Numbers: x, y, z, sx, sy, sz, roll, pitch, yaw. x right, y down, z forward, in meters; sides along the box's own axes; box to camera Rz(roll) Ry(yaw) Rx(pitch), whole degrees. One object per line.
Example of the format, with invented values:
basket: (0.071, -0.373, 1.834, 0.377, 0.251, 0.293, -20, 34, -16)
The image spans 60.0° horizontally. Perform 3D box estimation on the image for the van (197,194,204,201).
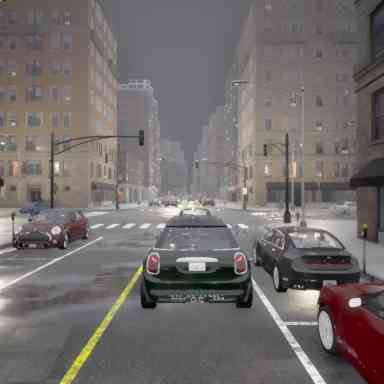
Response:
van: (2.384, 1.502, 91.138, 1.690, 1.788, 3.998, 0, 0, 0)

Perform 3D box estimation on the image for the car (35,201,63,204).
car: (-12.642, 1.494, 30.222, 5.357, 1.411, 2.033, 0, 0, 0)

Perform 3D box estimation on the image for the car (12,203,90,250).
car: (-5.818, 1.445, 14.169, 1.967, 1.590, 4.097, 0, 0, 0)

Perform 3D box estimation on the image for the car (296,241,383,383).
car: (2.682, 1.545, 3.170, 1.887, 1.381, 4.507, 0, 0, 0)

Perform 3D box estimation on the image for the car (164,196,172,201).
car: (-6.102, 1.720, 85.579, 1.802, 1.307, 4.206, 0, 0, 0)

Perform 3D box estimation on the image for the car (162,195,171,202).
car: (-6.062, 1.557, 80.071, 1.967, 1.590, 4.097, 0, 0, 0)

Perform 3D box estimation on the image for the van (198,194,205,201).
van: (2.424, 1.479, 85.632, 1.690, 1.788, 3.998, 0, 0, 0)

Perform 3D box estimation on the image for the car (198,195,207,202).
car: (2.463, 1.558, 80.123, 1.967, 1.590, 4.097, 0, 0, 0)

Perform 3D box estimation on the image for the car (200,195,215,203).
car: (2.660, 1.589, 52.589, 1.887, 1.381, 4.507, 0, 0, 0)

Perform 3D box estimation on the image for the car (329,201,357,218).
car: (14.948, 1.593, 30.315, 4.674, 1.442, 1.812, 0, 0, 0)

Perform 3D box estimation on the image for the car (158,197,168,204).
car: (-5.984, 1.664, 69.055, 1.802, 1.307, 4.206, 0, 0, 0)

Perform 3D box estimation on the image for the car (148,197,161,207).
car: (-5.865, 1.594, 52.531, 2.008, 1.369, 4.403, 0, 0, 0)

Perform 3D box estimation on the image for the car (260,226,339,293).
car: (2.694, 1.553, 8.662, 2.008, 1.369, 4.403, 0, 0, 0)

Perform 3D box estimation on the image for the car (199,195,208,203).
car: (2.502, 1.539, 74.617, 1.967, 1.590, 4.097, 0, 0, 0)

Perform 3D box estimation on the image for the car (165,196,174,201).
car: (-6.142, 1.726, 91.087, 1.947, 1.339, 4.313, 0, 0, 0)

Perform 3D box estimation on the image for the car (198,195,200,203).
car: (2.621, 1.621, 58.095, 1.947, 1.339, 4.313, 0, 0, 0)

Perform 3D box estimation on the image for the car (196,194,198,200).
car: (2.542, 1.398, 69.110, 2.192, 1.841, 5.009, 0, 0, 0)

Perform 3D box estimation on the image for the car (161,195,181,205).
car: (-3.085, 1.588, 50.206, 2.033, 1.411, 5.357, 0, 0, -1)

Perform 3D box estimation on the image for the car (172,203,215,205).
car: (0.133, 1.497, 15.361, 2.128, 1.511, 4.902, 0, 0, 0)

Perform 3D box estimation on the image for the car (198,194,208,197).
car: (2.580, 1.594, 63.773, 1.752, 1.417, 4.829, 0, 0, 0)

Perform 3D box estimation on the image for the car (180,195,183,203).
car: (-3.139, 1.660, 60.023, 1.895, 1.301, 4.718, 0, 0, 0)

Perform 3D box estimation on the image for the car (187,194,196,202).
car: (-0.208, 1.705, 80.091, 1.895, 1.301, 4.718, 0, 0, 0)

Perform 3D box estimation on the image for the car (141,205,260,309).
car: (0.066, 1.354, 8.059, 2.097, 1.767, 4.553, 0, 0, -1)

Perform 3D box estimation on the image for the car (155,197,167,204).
car: (-5.944, 1.612, 63.547, 1.887, 1.381, 4.507, 0, 0, 0)

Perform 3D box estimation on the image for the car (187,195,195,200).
car: (-0.280, 1.541, 90.067, 1.994, 1.385, 4.181, 0, 0, 0)
